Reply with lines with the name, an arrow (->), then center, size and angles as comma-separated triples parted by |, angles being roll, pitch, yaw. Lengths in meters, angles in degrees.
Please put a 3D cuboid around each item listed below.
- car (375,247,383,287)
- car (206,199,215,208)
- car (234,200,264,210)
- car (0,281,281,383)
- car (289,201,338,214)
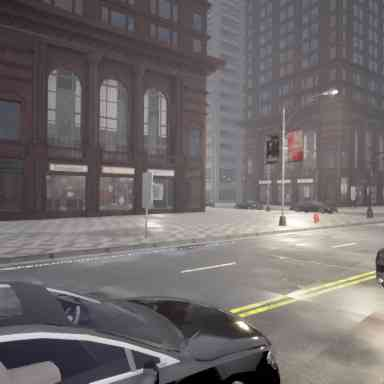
car -> 6.218, 1.515, 7.868 | 4.892, 1.490, 1.837 | 0, 0, -35
car -> 1.679, 1.746, 53.774 | 1.882, 1.535, 5.008 | 1, -1, -35
car -> 7.710, 1.785, 45.283 | 1.994, 1.385, 4.181 | 1, -1, -35
car -> -1.396, 1.492, 2.444 | 4.902, 1.511, 2.128 | 0, 0, -36
car -> 13.467, 1.723, 37.182 | 2.033, 1.411, 5.357 | 1, -1, -35
